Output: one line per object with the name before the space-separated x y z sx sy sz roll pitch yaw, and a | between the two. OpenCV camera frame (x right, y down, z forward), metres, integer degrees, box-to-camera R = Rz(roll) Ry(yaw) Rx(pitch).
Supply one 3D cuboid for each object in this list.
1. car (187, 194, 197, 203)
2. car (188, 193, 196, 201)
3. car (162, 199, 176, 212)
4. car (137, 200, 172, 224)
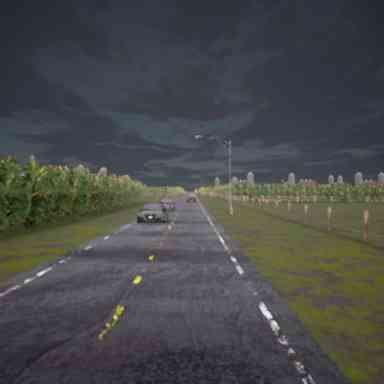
car | -0.049 1.307 65.814 1.837 1.490 4.892 0 0 0
car | -0.057 1.119 76.235 1.882 1.535 5.008 0 0 0
car | -2.777 1.456 38.031 2.033 1.411 5.357 0 0 0
car | -2.788 1.506 24.422 1.994 1.385 4.181 0 0 1
